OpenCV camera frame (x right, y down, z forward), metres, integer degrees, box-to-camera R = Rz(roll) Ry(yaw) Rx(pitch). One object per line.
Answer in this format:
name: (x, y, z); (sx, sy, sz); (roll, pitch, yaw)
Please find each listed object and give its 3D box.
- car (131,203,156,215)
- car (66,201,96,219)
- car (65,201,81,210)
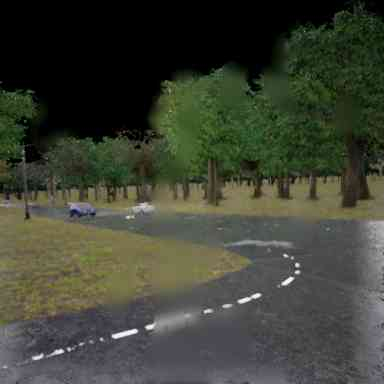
car: (-6.621, 2.232, 45.137); (1.812, 1.442, 4.674); (-4, 1, -36)
car: (-14.677, 2.418, 44.342); (2.150, 2.045, 5.566); (-4, 0, -36)
car: (-25.663, 2.804, 71.591); (2.097, 1.767, 4.553); (-4, 1, -36)
